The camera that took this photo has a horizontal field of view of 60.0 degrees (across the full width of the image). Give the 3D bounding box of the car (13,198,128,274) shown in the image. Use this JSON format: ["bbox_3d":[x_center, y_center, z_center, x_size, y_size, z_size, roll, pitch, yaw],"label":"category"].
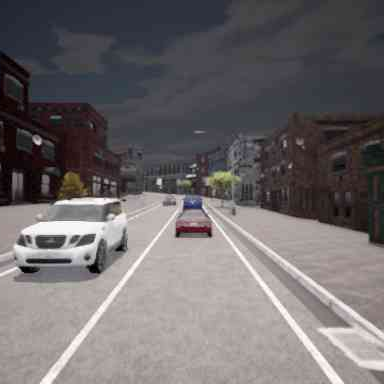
[{"bbox_3d":[-3.574,1.235,11.014,2.150,2.045,5.566,0,0,0],"label":"car"}]

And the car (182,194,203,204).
[{"bbox_3d":[0.070,1.273,37.527,2.150,2.045,5.566,0,0,0],"label":"car"}]

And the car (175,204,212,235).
[{"bbox_3d":[0.096,1.593,18.879,1.994,1.385,4.181,0,0,0],"label":"car"}]

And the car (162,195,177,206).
[{"bbox_3d":[-3.615,1.303,53.919,2.097,1.767,4.553,0,1,0],"label":"car"}]
